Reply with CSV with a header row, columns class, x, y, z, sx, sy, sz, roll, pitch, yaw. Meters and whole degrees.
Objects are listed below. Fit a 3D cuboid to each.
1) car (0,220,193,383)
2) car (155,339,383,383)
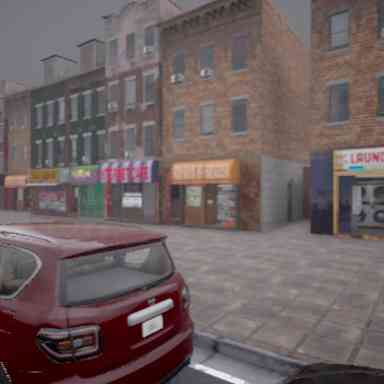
class,x,y,z,sx,sy,sz,roll,pitch,yaw
car,-2.308,1.312,4.452,5.009,1.841,2.192,0,0,35
car,2.143,1.567,1.278,4.313,1.339,1.947,0,0,35
